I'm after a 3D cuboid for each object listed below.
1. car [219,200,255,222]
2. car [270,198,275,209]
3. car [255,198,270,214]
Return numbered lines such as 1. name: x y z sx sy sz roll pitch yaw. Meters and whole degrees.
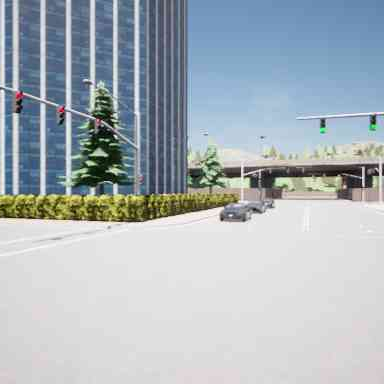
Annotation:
1. car: 3.586 1.587 26.898 1.994 1.385 4.181 0 0 19
2. car: 10.459 1.529 46.343 2.128 1.511 4.902 0 0 20
3. car: 6.982 1.578 36.543 2.033 1.411 5.357 0 0 20
